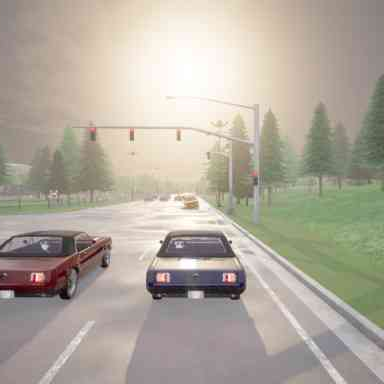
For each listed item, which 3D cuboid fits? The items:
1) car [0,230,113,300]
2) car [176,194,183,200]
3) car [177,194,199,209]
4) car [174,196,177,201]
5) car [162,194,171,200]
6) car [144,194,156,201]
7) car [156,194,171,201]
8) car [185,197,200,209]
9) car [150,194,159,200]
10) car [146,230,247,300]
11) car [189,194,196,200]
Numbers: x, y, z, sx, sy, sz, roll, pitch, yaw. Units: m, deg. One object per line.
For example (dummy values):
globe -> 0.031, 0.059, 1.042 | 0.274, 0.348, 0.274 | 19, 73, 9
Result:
car -> -3.405, 1.601, 8.360 | 1.895, 1.301, 4.718 | 0, 0, 0
car -> -3.324, 1.357, 91.051 | 1.812, 1.442, 4.674 | 0, 0, 0
car -> -0.371, 1.053, 46.619 | 1.882, 1.535, 5.008 | -10, 17, -8
car -> -3.343, 1.545, 81.047 | 1.994, 1.385, 4.181 | 0, 0, 0
car -> -6.824, 1.372, 91.058 | 2.033, 1.411, 5.357 | 0, 0, 0
car -> -10.344, 1.531, 80.644 | 2.033, 1.411, 5.357 | 0, 0, 0
car -> -6.844, 1.531, 80.638 | 2.033, 1.411, 5.357 | 0, 0, 0
car -> 0.096, 1.591, 50.001 | 2.033, 1.411, 5.357 | 0, 2, 0
car -> -10.324, 1.332, 91.064 | 1.837, 1.490, 4.892 | 0, 0, 0
car -> 0.095, 1.601, 8.336 | 1.895, 1.301, 4.718 | 0, 0, 0
car -> 0.176, 1.372, 91.044 | 2.033, 1.411, 5.357 | 0, 0, 0
